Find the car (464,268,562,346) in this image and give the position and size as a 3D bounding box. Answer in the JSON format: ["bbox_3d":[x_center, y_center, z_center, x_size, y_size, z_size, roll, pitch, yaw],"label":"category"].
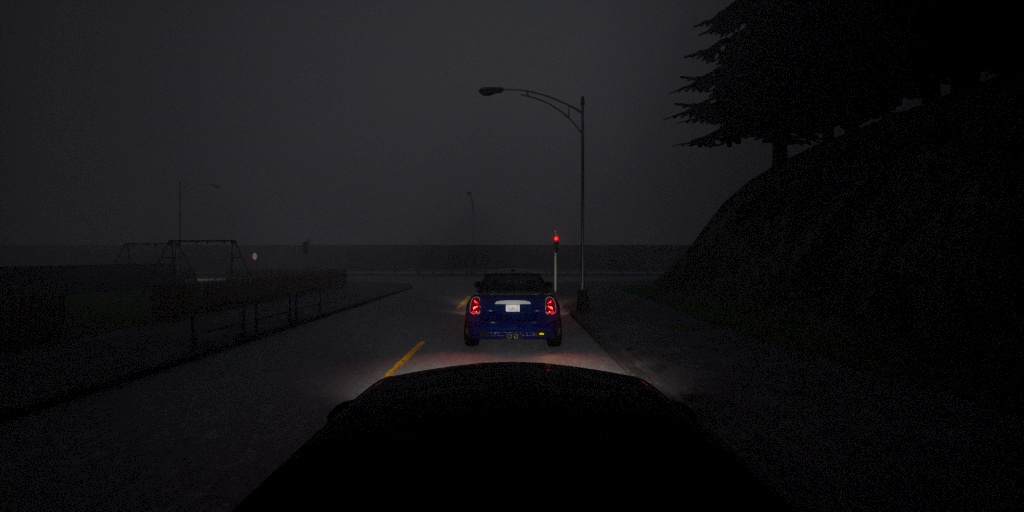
[{"bbox_3d":[0.036,1.102,9.537,2.097,1.767,4.553,0,0,0],"label":"car"}]

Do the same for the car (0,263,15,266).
[{"bbox_3d":[-48.578,1.350,33.476,4.718,1.301,1.895,0,0,1],"label":"car"}]

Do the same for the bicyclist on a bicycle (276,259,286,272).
[{"bbox_3d":[-24.264,1.098,37.725,0.582,1.620,1.656,0,0,0],"label":"bicyclist on a bicycle"}]
